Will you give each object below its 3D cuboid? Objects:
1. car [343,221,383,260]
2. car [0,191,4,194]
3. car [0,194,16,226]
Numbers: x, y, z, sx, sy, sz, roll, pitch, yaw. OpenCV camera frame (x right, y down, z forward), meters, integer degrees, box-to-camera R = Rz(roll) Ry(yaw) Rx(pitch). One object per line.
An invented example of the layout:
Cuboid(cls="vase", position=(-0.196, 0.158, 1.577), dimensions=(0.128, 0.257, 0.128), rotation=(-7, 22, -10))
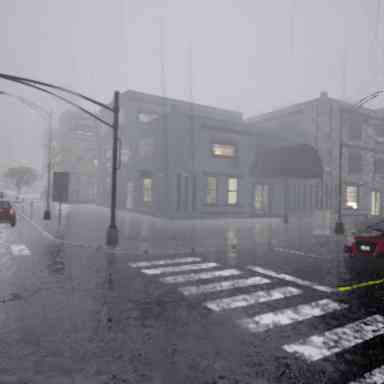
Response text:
Cuboid(cls="car", position=(7.503, 1.739, 12.144), dimensions=(4.181, 1.385, 1.994), rotation=(1, -1, -31))
Cuboid(cls="car", position=(-17.486, 0.784, 29.228), dimensions=(2.192, 1.841, 5.009), rotation=(3, -1, -32))
Cuboid(cls="car", position=(-11.517, 1.093, 19.581), dimensions=(1.967, 1.590, 4.097), rotation=(3, -1, -32))
